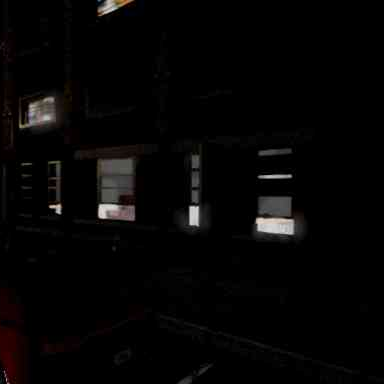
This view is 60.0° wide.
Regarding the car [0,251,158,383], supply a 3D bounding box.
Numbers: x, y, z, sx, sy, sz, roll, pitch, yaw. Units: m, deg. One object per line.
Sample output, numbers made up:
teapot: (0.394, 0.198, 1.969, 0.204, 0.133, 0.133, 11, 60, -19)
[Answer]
car: (-2.513, 1.514, 4.661, 4.507, 1.381, 1.887, 0, 1, 36)
